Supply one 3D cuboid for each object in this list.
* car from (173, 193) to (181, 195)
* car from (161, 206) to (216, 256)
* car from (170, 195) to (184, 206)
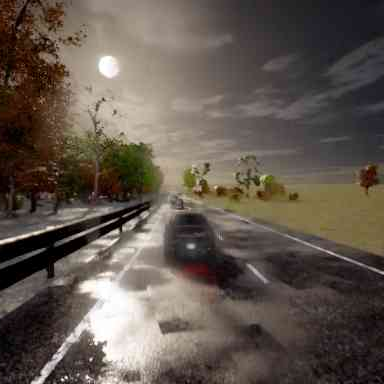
[{"bbox_3d":[-4.042,1.605,82.219,1.994,1.385,4.181,0,0,-3],"label":"car"},{"bbox_3d":[-0.168,1.525,13.310,1.837,1.490,4.892,0,0,-3],"label":"car"},{"bbox_3d":[-2.186,1.538,49.220,2.128,1.511,4.902,0,0,-3],"label":"car"}]
